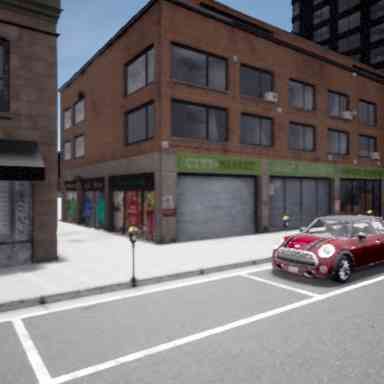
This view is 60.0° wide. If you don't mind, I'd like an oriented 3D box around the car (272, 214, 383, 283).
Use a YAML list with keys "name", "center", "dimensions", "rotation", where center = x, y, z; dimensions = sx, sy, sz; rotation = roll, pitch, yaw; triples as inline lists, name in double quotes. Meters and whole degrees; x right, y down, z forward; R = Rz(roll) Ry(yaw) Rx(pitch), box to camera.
- name: "car"
  center: [4.162, 1.417, 9.506]
  dimensions: [4.097, 1.590, 1.967]
  rotation: [0, 0, -36]
